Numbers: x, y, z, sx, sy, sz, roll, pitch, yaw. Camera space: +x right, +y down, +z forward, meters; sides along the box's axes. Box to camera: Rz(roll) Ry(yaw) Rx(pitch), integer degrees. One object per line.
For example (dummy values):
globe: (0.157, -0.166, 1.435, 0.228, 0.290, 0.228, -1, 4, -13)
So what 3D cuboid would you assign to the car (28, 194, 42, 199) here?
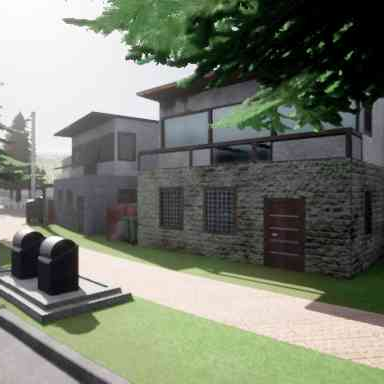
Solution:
car: (-37.661, 1.465, 83.306, 5.008, 1.535, 1.882, 0, 0, -30)
